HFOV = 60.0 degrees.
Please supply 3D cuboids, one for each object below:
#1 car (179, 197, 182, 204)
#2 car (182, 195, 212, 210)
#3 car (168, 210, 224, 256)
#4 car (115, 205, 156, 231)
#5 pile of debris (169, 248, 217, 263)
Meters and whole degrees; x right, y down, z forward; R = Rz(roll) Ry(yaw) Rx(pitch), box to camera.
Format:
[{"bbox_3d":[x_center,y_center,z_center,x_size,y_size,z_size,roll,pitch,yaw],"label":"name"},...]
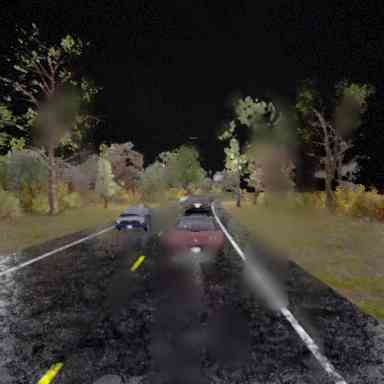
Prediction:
[{"bbox_3d":[-1.329,1.554,62.442,1.812,1.442,4.674,0,0,5],"label":"car"},{"bbox_3d":[0.537,1.235,29.288,2.150,2.045,5.566,0,0,2],"label":"car"},{"bbox_3d":[0.159,1.606,13.100,1.895,1.301,4.718,0,0,1],"label":"car"},{"bbox_3d":[-3.394,1.557,21.059,2.033,1.411,5.357,0,0,1],"label":"car"},{"bbox_3d":[0.041,2.181,11.502,1.500,0.140,1.860,0,0,1],"label":"pile of debris"}]
